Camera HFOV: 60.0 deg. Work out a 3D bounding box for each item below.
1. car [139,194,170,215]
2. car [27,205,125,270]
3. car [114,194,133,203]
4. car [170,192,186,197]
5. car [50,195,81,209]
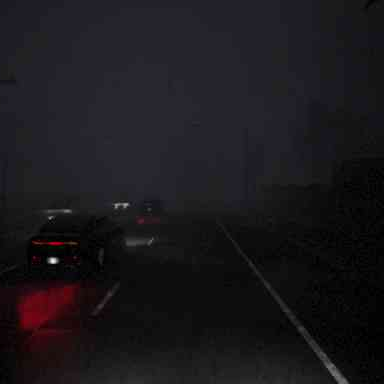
[{"bbox_3d":[-3.410,1.154,29.175,2.128,1.511,4.902,0,1,0],"label":"car"},{"bbox_3d":[-3.423,1.408,10.640,1.837,1.490,4.892,0,1,0],"label":"car"},{"bbox_3d":[-10.134,0.954,49.527,1.994,1.385,4.181,0,1,5],"label":"car"},{"bbox_3d":[-3.447,0.600,78.790,1.895,1.301,4.718,0,1,32],"label":"car"},{"bbox_3d":[-14.066,1.030,37.222,1.882,1.535,5.008,0,1,0],"label":"car"}]
